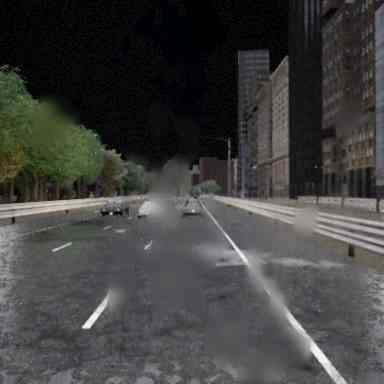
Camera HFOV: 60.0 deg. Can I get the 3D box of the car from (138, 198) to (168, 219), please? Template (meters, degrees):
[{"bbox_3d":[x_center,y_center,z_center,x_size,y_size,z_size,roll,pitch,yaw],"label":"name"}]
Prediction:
[{"bbox_3d":[-3.402,1.485,28.363,1.812,1.442,4.674,0,0,1],"label":"car"}]

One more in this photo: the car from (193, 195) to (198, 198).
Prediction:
[{"bbox_3d":[0.097,1.515,45.470,1.994,1.385,4.181,0,0,0],"label":"car"}]

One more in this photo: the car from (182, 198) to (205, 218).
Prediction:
[{"bbox_3d":[0.100,1.523,29.523,1.994,1.385,4.181,0,0,0],"label":"car"}]

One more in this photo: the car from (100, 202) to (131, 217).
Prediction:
[{"bbox_3d":[-6.906,1.558,30.602,1.895,1.301,4.718,0,0,0],"label":"car"}]

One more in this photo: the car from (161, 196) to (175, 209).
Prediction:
[{"bbox_3d":[-3.402,1.302,45.142,2.097,1.767,4.553,0,0,0],"label":"car"}]
